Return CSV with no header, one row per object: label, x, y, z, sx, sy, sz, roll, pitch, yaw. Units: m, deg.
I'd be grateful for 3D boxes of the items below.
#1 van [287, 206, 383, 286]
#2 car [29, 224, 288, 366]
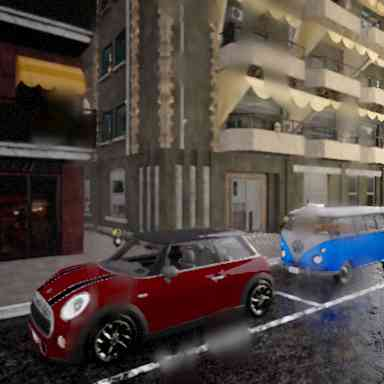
van,4.103,1.300,9.025,3.998,1.788,1.690,0,0,-36
car,-0.527,1.426,5.718,4.097,1.590,1.967,0,0,-36
